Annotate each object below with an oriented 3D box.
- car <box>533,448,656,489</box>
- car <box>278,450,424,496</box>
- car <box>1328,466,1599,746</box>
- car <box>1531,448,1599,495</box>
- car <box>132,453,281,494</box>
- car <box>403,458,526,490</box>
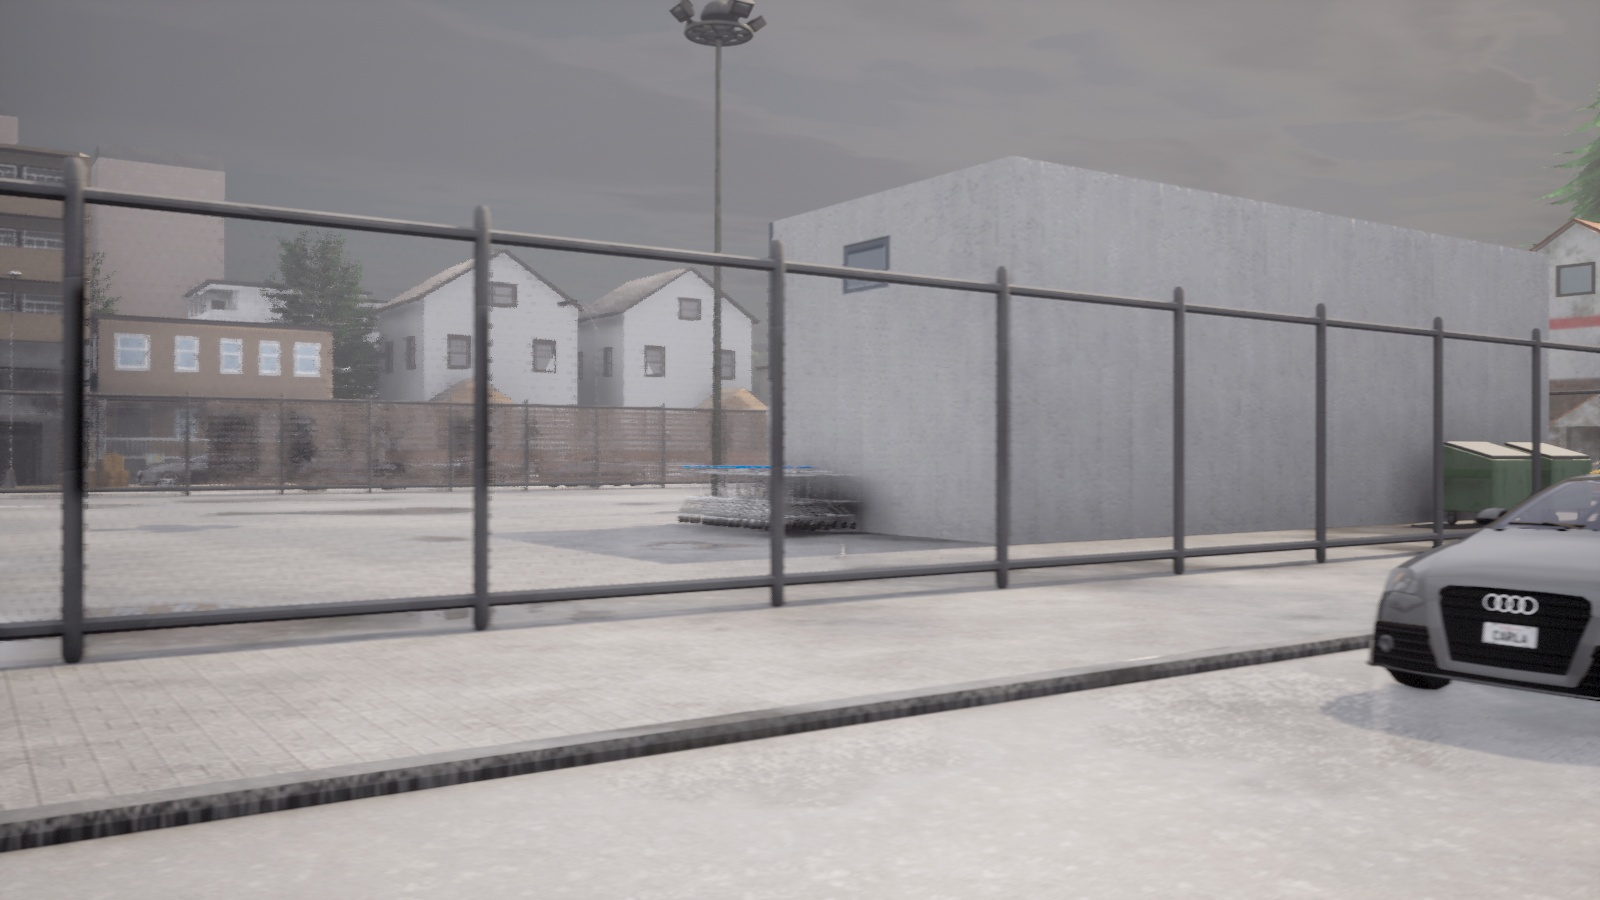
[{"bbox_3d":[-8.697,0.735,53.161,4.611,1.667,2.242,0,0,-32],"label":"car"},{"bbox_3d":[-16.957,0.825,47.525,4.856,1.649,2.033,0,0,-33],"label":"car"},{"bbox_3d":[5.486,0.816,8.025,4.181,1.385,1.994,0,0,-36],"label":"car"},{"bbox_3d":[27.778,0.726,42.114,1.801,1.575,5.366,0,0,-35],"label":"car"},{"bbox_3d":[-22.824,0.866,48.372,4.902,1.511,2.128,0,0,-35],"label":"car"},{"bbox_3d":[-14.418,1.006,54.067,4.718,1.301,1.895,0,0,-35],"label":"car"}]
